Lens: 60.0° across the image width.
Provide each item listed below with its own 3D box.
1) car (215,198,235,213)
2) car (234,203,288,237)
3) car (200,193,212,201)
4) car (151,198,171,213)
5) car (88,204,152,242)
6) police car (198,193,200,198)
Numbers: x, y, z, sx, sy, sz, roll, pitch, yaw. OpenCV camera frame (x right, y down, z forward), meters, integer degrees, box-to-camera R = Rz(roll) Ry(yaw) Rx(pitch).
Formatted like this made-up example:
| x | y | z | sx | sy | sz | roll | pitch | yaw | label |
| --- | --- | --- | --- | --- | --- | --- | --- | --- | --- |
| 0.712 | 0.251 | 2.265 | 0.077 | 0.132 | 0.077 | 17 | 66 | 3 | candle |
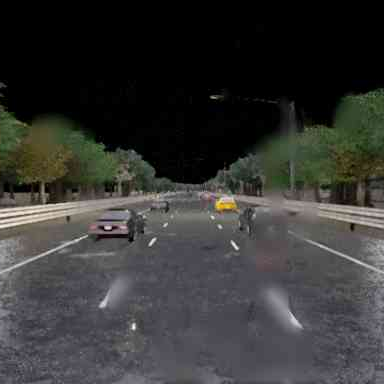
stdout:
| x | y | z | sx | sy | sz | roll | pitch | yaw | label |
| --- | --- | --- | --- | --- | --- | --- | --- | --- | --- |
| 3.615 | 1.368 | 35.922 | 1.882 | 1.535 | 5.008 | 0 | 0 | 0 | car |
| 3.608 | 1.449 | 17.498 | 1.837 | 1.490 | 4.892 | 0 | 0 | 0 | car |
| 3.505 | 1.128 | 77.683 | 2.097 | 1.767 | 4.553 | 0 | 0 | 0 | car |
| -3.384 | 1.382 | 35.948 | 2.128 | 1.511 | 4.902 | 0 | 0 | 0 | car |
| -3.394 | 1.496 | 16.014 | 2.033 | 1.411 | 5.357 | 0 | 0 | 0 | car |
| 3.436 | 1.173 | 88.823 | 1.930 | 1.638 | 5.238 | 0 | 0 | 0 | police car |
